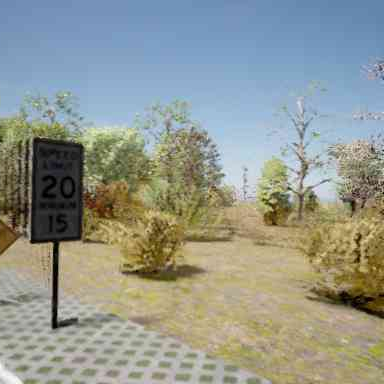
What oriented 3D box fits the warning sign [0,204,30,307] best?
[{"bbox_3d":[-3.991,1.172,6.344,1.060,1.860,1.300,-1,-1,42],"label":"warning sign"}]
